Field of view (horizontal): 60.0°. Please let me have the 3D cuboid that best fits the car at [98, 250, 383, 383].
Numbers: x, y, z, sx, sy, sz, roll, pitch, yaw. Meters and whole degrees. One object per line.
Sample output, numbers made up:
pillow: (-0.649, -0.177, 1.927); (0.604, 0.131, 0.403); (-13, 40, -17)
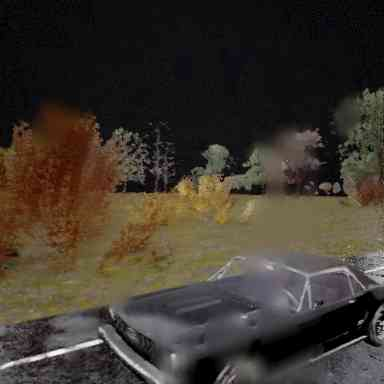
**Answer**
car: (1.171, 1.623, 4.824); (4.718, 1.301, 1.895); (0, 0, -35)
